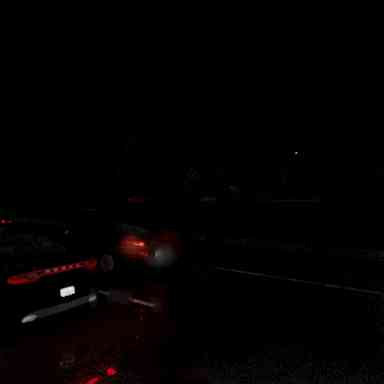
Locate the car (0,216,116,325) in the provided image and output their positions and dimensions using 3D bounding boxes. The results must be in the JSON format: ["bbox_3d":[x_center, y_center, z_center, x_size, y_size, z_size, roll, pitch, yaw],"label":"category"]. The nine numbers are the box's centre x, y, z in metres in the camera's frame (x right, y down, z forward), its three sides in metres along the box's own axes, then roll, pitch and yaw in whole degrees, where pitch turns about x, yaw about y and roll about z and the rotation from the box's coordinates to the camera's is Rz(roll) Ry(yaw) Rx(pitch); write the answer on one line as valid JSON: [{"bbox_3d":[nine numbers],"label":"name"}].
[{"bbox_3d":[-4.045,1.468,6.865,5.008,1.535,1.882,0,0,35],"label":"car"}]

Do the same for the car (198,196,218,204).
[{"bbox_3d":[3.050,1.478,61.555,1.812,1.442,4.674,0,0,37],"label":"car"}]

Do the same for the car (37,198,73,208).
[{"bbox_3d":[-19.813,1.539,48.108,1.895,1.301,4.718,0,0,36],"label":"car"}]

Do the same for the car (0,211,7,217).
[{"bbox_3d":[-10.232,1.481,15.560,4.892,1.490,1.837,0,0,35],"label":"car"}]

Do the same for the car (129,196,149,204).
[{"bbox_3d":[-10.169,1.416,61.270,1.882,1.535,5.008,0,0,37],"label":"car"}]

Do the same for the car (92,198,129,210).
[{"bbox_3d":[-10.731,1.517,42.747,1.994,1.385,4.181,0,0,36],"label":"car"}]

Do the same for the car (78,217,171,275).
[{"bbox_3d":[-2.756,1.515,10.235,4.674,1.442,1.812,0,0,35],"label":"car"}]
